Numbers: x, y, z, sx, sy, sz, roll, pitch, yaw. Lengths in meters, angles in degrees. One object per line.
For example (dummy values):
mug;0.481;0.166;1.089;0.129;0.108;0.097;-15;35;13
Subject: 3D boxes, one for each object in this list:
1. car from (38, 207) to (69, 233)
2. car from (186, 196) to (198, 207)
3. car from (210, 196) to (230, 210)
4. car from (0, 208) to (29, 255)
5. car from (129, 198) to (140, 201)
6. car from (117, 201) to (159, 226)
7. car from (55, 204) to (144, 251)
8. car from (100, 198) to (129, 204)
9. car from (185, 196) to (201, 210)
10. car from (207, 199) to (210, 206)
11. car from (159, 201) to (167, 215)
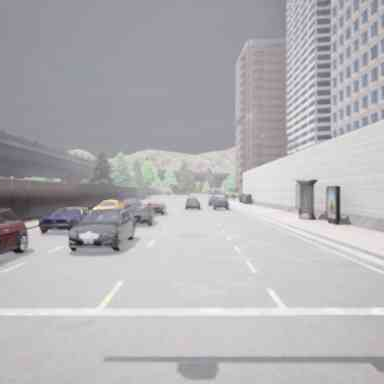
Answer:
car;-7.092;1.570;19.398;1.895;1.301;4.718;0;0;0
car;0.005;1.425;52.192;1.882;1.535;5.008;0;0;0
car;3.601;1.455;41.672;1.837;1.490;4.892;0;0;0
car;-7.093;1.326;10.412;2.097;1.767;4.553;0;0;0
car;-7.062;1.436;38.986;1.882;1.535;5.008;0;0;1
car;-3.597;1.529;22.920;1.994;1.385;4.181;0;0;-1
car;-3.588;1.462;14.001;2.128;1.511;4.902;0;0;0
car;-7.087;1.442;28.914;1.882;1.535;5.008;0;0;0
car;0.111;1.516;42.244;1.994;1.385;4.181;0;0;-1
car;3.503;1.449;52.069;1.837;1.490;4.892;0;0;0
car;-3.576;1.561;32.903;1.895;1.301;4.718;0;0;0
